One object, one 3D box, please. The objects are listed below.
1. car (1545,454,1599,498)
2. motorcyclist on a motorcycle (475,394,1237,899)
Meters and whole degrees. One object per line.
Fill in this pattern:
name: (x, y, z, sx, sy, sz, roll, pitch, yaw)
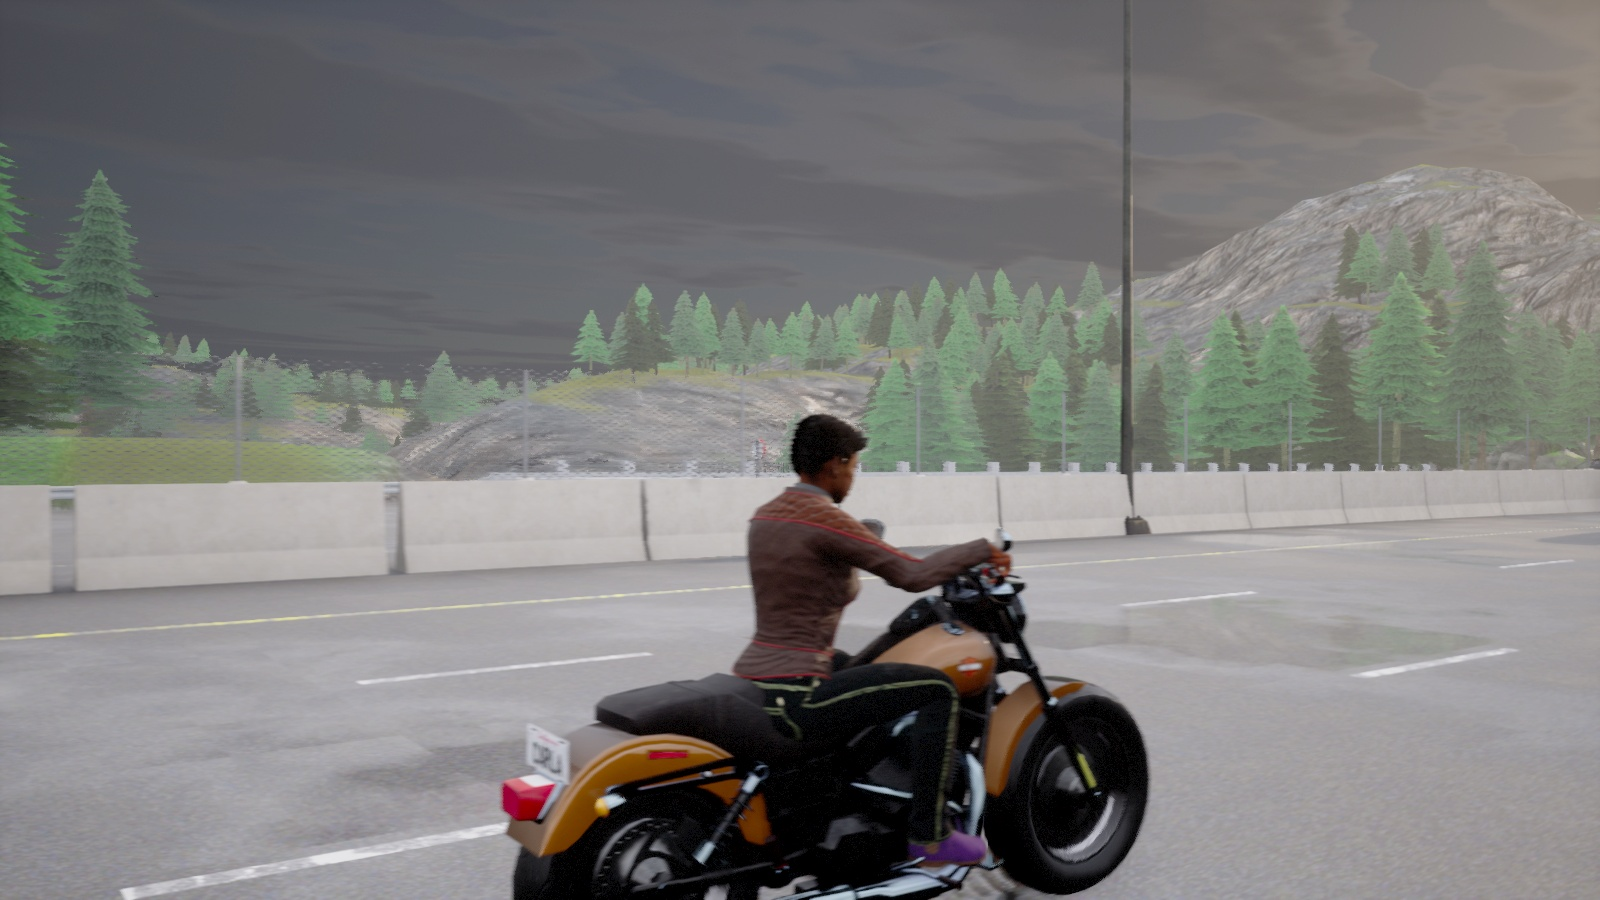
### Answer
car: (28.922, 0.919, 45.119, 4.514, 1.525, 2.007, 1, -1, -35)
motorcyclist on a motorcycle: (0.280, 0.702, 3.853, 2.350, 1.649, 0.766, 0, 0, -35)
